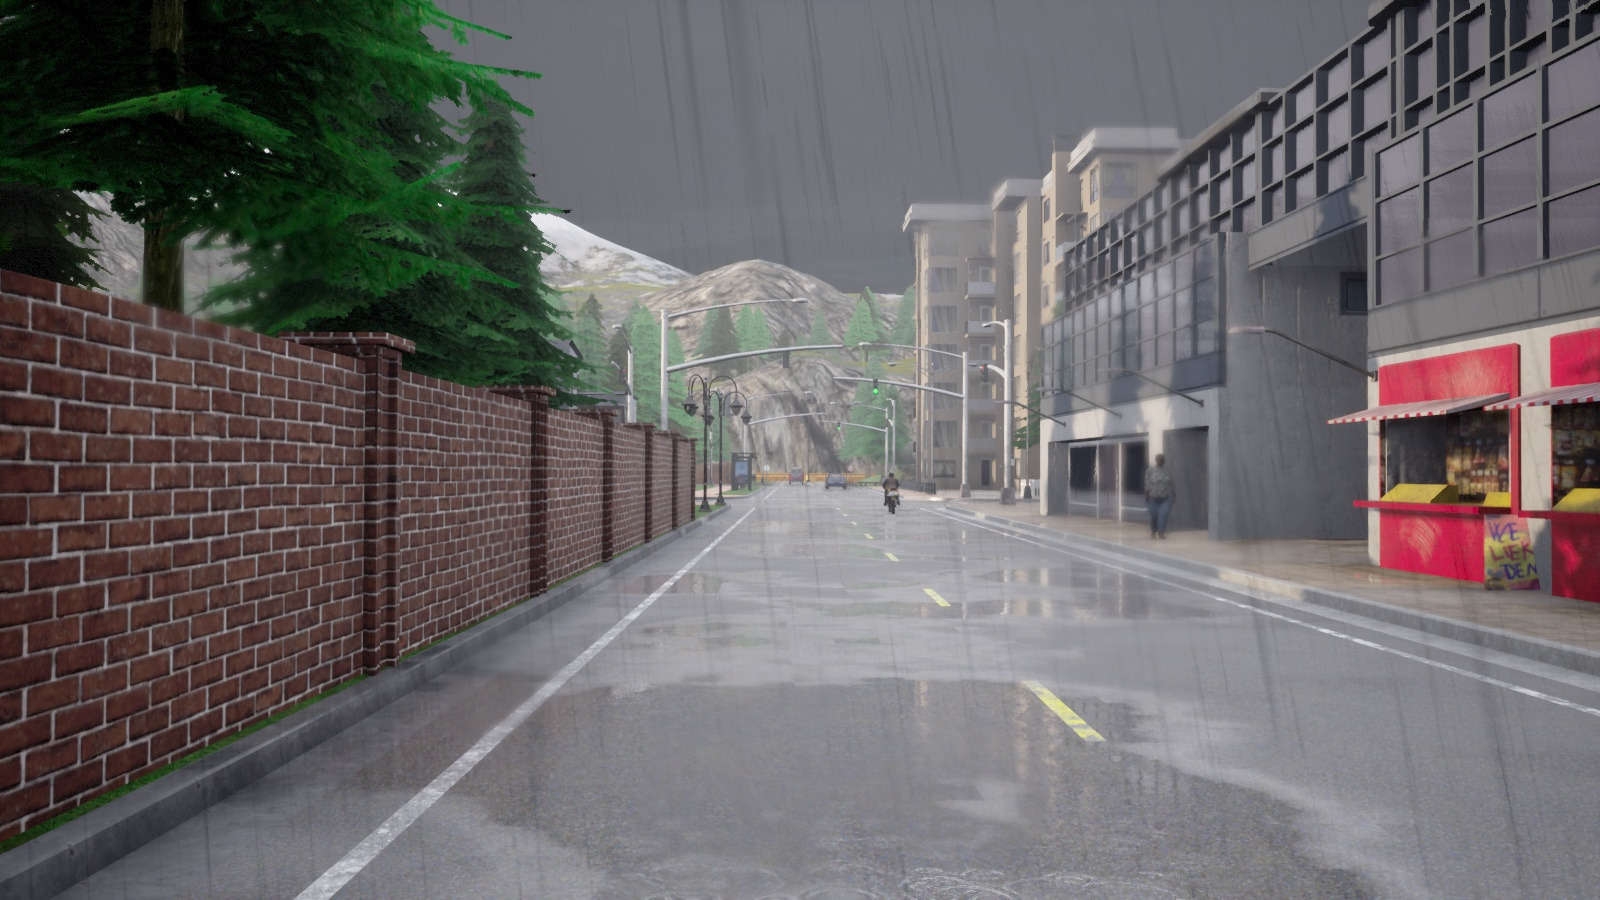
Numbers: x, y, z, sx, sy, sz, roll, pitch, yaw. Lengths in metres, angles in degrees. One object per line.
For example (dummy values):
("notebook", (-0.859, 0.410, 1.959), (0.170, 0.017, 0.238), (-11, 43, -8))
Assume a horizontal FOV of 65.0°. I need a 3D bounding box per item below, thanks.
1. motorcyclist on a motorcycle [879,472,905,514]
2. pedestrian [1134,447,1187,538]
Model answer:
("motorcyclist on a motorcycle", (3.375, 1.559, 46.289), (0.797, 1.523, 2.044), (0, -1, 0))
("pedestrian", (7.522, 0.885, 26.233), (0.874, 1.855, 0.900), (0, -1, 3))
